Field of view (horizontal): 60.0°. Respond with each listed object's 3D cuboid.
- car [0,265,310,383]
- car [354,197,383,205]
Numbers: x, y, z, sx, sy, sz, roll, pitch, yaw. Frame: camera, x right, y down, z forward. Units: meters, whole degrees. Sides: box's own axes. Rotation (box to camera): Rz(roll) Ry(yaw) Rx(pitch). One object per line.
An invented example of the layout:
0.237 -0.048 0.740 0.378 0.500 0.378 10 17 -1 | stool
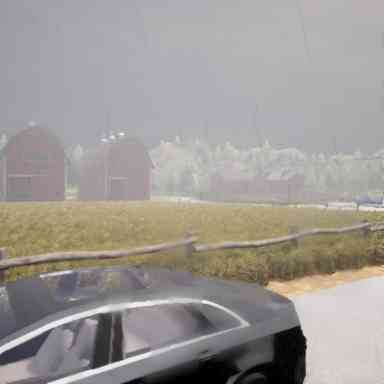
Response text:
-1.138 1.493 2.772 4.902 1.511 2.128 1 0 -32 | car
36.428 1.817 68.048 2.242 1.667 4.611 0 0 -34 | car
